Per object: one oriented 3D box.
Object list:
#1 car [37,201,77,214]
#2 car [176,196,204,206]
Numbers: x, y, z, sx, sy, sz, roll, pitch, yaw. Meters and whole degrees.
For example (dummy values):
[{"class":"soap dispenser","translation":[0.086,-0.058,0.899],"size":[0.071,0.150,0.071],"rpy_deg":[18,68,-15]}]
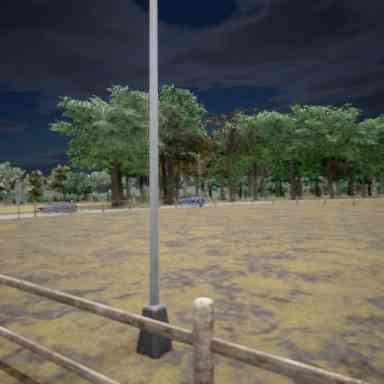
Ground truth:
[{"class":"car","translation":[-14.862,1.686,36.730],"size":[1.994,1.385,4.181],"rpy_deg":[-2,-1,37]},{"class":"car","translation":[-0.274,1.429,52.592],"size":[5.008,1.535,1.882],"rpy_deg":[0,-2,-40]}]
